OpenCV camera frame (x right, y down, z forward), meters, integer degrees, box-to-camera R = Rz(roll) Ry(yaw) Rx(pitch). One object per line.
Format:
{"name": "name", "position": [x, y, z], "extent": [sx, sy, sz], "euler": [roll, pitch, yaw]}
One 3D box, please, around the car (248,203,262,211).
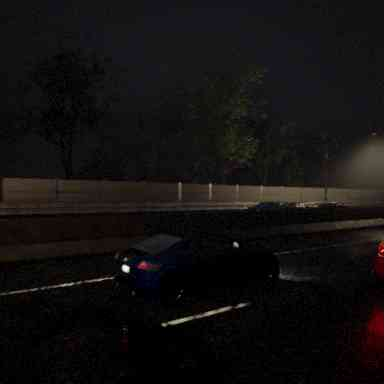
{"name": "car", "position": [8.095, 1.773, 35.600], "extent": [5.008, 1.535, 1.882], "euler": [1, 0, -36]}

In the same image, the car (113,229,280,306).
{"name": "car", "position": [0.222, 1.613, 8.209], "extent": [4.181, 1.385, 1.994], "euler": [1, 0, -36]}

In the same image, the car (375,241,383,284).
{"name": "car", "position": [6.732, 1.460, 8.566], "extent": [4.553, 1.767, 2.097], "euler": [1, 0, -36]}

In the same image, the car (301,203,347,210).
{"name": "car", "position": [12.418, 1.803, 30.087], "extent": [4.892, 1.490, 1.837], "euler": [1, 0, -36]}

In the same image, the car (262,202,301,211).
{"name": "car", "position": [9.493, 1.778, 32.299], "extent": [4.902, 1.511, 2.128], "euler": [1, 0, -36]}
